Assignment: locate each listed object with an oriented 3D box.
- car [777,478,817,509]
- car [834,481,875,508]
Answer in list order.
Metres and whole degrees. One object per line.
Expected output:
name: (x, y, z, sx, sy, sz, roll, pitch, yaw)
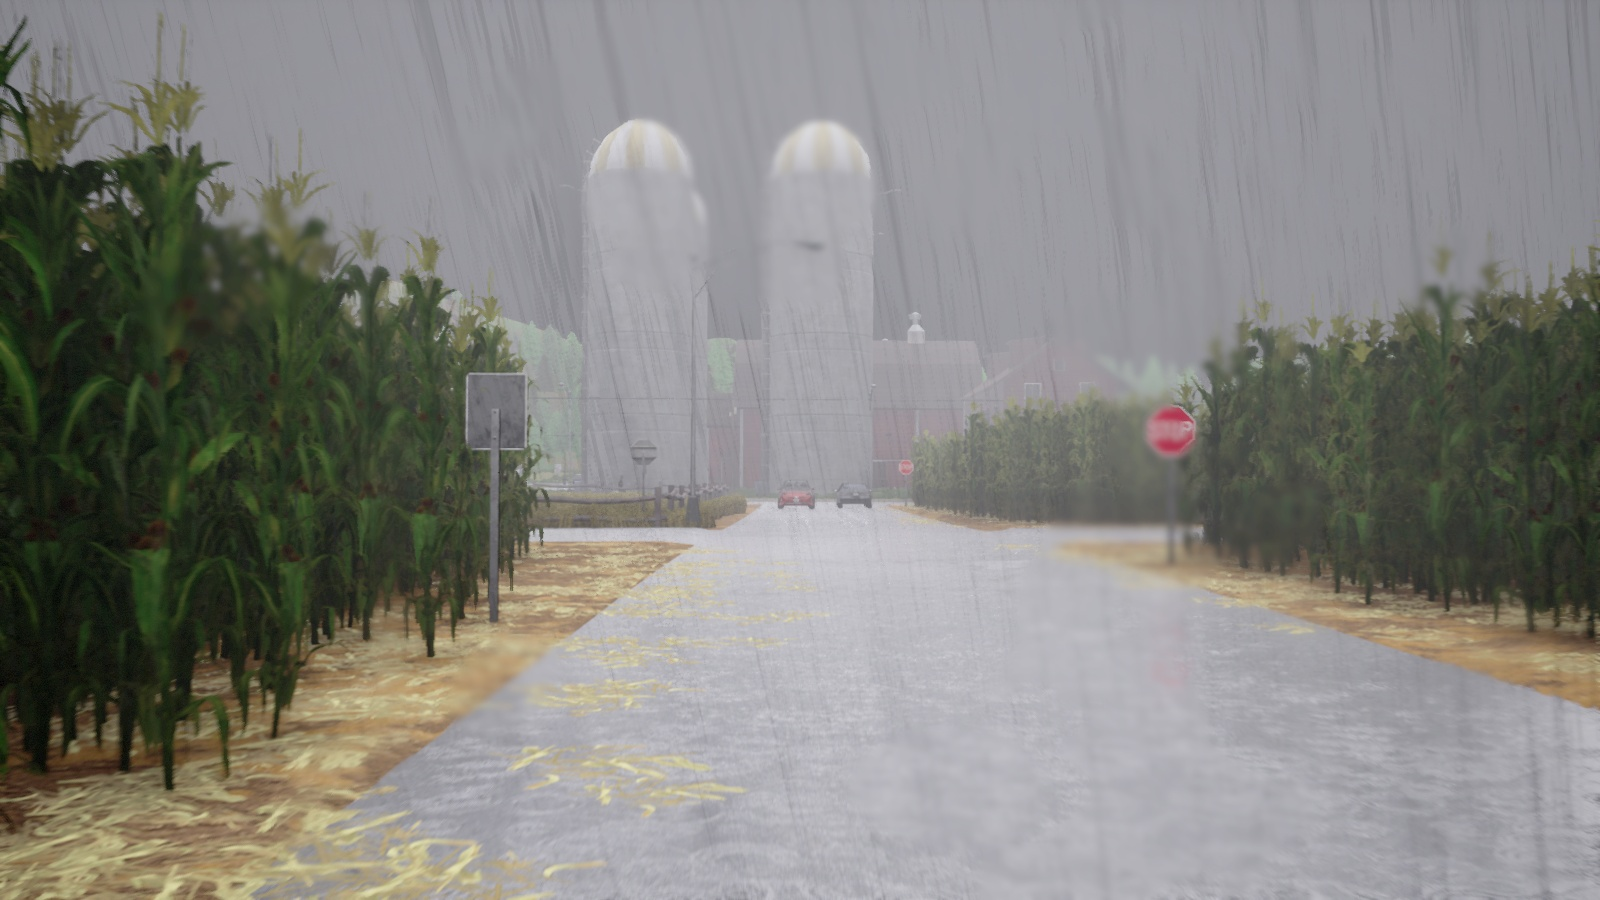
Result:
car: (-0.173, 2.253, 65.539, 2.007, 1.525, 4.514, 0, -1, 0)
car: (2.935, 2.409, 68.581, 2.033, 1.411, 5.357, 0, -1, 0)
